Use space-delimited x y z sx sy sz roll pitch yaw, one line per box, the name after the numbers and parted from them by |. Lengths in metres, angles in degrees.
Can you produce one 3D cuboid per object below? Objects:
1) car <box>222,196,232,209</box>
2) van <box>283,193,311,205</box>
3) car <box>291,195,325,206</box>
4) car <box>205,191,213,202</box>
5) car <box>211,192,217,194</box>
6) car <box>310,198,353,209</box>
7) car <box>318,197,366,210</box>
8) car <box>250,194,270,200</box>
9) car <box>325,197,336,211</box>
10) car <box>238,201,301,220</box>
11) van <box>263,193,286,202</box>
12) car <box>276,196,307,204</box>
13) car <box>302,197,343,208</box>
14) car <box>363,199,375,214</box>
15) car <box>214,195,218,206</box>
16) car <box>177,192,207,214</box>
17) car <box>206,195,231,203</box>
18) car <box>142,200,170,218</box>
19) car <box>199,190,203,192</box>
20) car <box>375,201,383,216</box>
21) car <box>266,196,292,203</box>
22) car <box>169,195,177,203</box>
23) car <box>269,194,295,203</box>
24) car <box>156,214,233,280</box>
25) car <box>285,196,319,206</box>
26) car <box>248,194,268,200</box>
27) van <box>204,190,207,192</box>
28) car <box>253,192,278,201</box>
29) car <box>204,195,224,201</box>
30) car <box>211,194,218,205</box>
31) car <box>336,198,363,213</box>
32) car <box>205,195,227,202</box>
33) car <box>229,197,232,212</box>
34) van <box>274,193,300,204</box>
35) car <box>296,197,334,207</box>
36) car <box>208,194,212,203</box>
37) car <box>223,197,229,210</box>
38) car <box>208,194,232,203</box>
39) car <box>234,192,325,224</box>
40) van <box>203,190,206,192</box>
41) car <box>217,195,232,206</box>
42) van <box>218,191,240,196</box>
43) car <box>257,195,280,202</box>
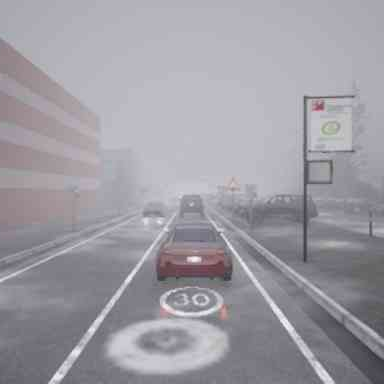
6.030 1.503 38.272 4.674 1.452 2.002 0 0 -1 | car
18.389 1.245 58.316 4.442 1.987 1.878 0 0 -1 | van
18.393 1.342 52.795 4.553 1.767 2.185 0 0 -1 | car
5.690 1.223 60.875 5.566 2.045 2.435 0 0 -1 | car
5.785 1.346 55.224 4.553 1.767 2.185 0 0 -1 | car
18.531 1.493 44.201 4.792 1.488 2.163 0 0 -1 | car
18.543 1.462 41.377 5.008 1.535 2.097 0 0 -1 | car
17.793 1.336 86.694 4.792 1.488 2.163 0 1 -1 | car
18.588 1.461 38.553 5.008 1.535 2.097 0 0 -1 | car
6.208 1.491 26.969 4.674 1.452 2.002 0 0 -1 | car
17.931 1.252 72.432 4.442 1.987 1.878 0 0 -1 | van
18.235 1.473 61.139 4.892 1.521 2.231 0 0 -1 | car
18.458 1.465 47.148 5.008 1.535 2.097 0 0 -1 | car
18.741 1.455 30.084 4.892 1.521 2.231 0 0 -1 | car
5.888 1.507 46.748 4.674 1.452 2.002 0 0 -1 | car
-0.033 1.255 32.086 2.150 2.045 5.566 0 0 0 | car
5.520 1.478 69.350 5.008 1.535 2.097 0 0 -1 | car
-3.475 1.582 31.397 2.033 1.411 5.357 0 0 0 | car
5.222 1.060 86.318 5.566 2.045 2.435 0 1 -1 | car
18.750 1.198 27.384 5.566 2.045 2.435 0 0 -1 | car
18.126 1.506 69.608 4.792 1.488 2.163 0 0 -1 | car
-3.832 1.454 71.710 1.882 1.535 5.008 0 0 -1 | car
18.106 1.350 66.910 4.553 1.767 2.185 0 0 -1 | car
0.063 1.588 9.997 1.994 1.385 4.181 0 0 0 | car
18.322 1.469 55.617 5.008 1.535 2.097 0 0 -1 | car
17.787 1.261 89.392 4.892 1.521 2.231 0 1 -1 | car
5.502 1.225 77.967 4.442 1.987 1.878 0 1 -1 | van
17.885 1.152 81.043 5.566 2.045 2.435 0 1 -1 | car
5.344 1.448 80.674 4.674 1.452 2.002 0 1 -1 | car
6.030 1.465 49.576 5.366 1.575 1.946 0 0 -1 | car
18.635 1.460 35.730 4.892 1.521 2.231 0 0 -1 | car
5.436 1.516 75.010 4.674 1.452 2.002 0 0 -1 | car
6.159 1.455 29.796 5.008 1.535 2.097 0 0 -1 | car
18.301 1.248 63.966 4.442 1.987 1.878 0 0 -1 | van
18.403 1.467 49.971 5.008 1.535 2.097 0 0 -1 | car
5.614 1.467 52.395 5.366 1.575 1.946 0 0 -1 | car
6.071 1.501 35.446 4.674 1.452 2.002 0 0 -1 | car
5.602 1.351 66.526 4.553 1.767 2.185 0 0 -1 | car
6.228 1.194 24.144 5.566 2.045 2.435 0 0 -1 | car
5.413 1.134 83.496 4.442 1.987 1.878 0 1 -1 | van
5.953 1.494 41.097 4.792 1.488 2.163 0 0 -1 | car
6.053 1.240 43.924 4.442 1.987 1.878 0 0 -1 | van
17.953 1.448 78.214 5.008 1.535 2.097 0 1 -1 | car
